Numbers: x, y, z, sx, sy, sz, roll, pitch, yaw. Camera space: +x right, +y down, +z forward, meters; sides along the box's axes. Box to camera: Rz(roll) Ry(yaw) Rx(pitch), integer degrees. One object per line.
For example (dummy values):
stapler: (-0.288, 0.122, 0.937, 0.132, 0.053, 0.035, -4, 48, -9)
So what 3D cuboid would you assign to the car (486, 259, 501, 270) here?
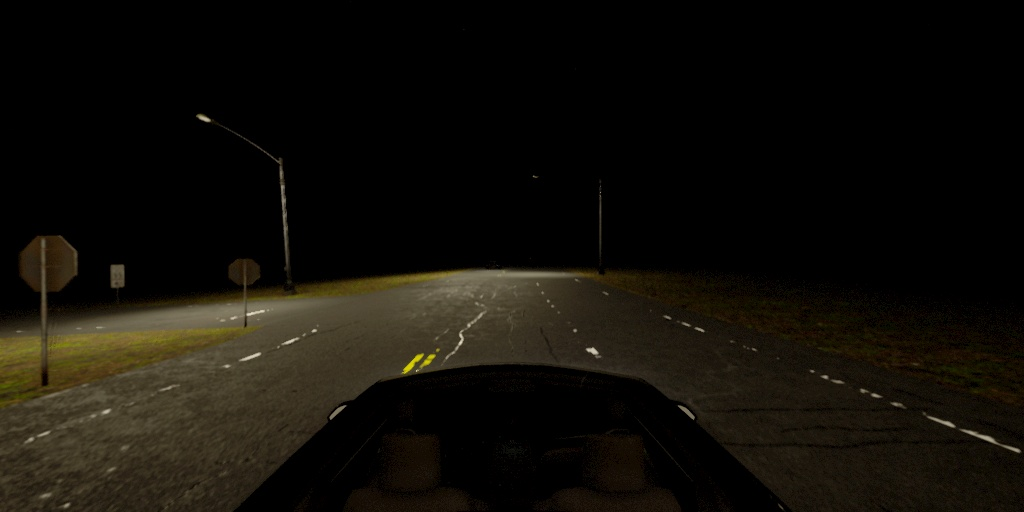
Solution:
car: (-2.625, 1.219, 51.721, 1.882, 1.535, 5.008, 0, 0, 2)
